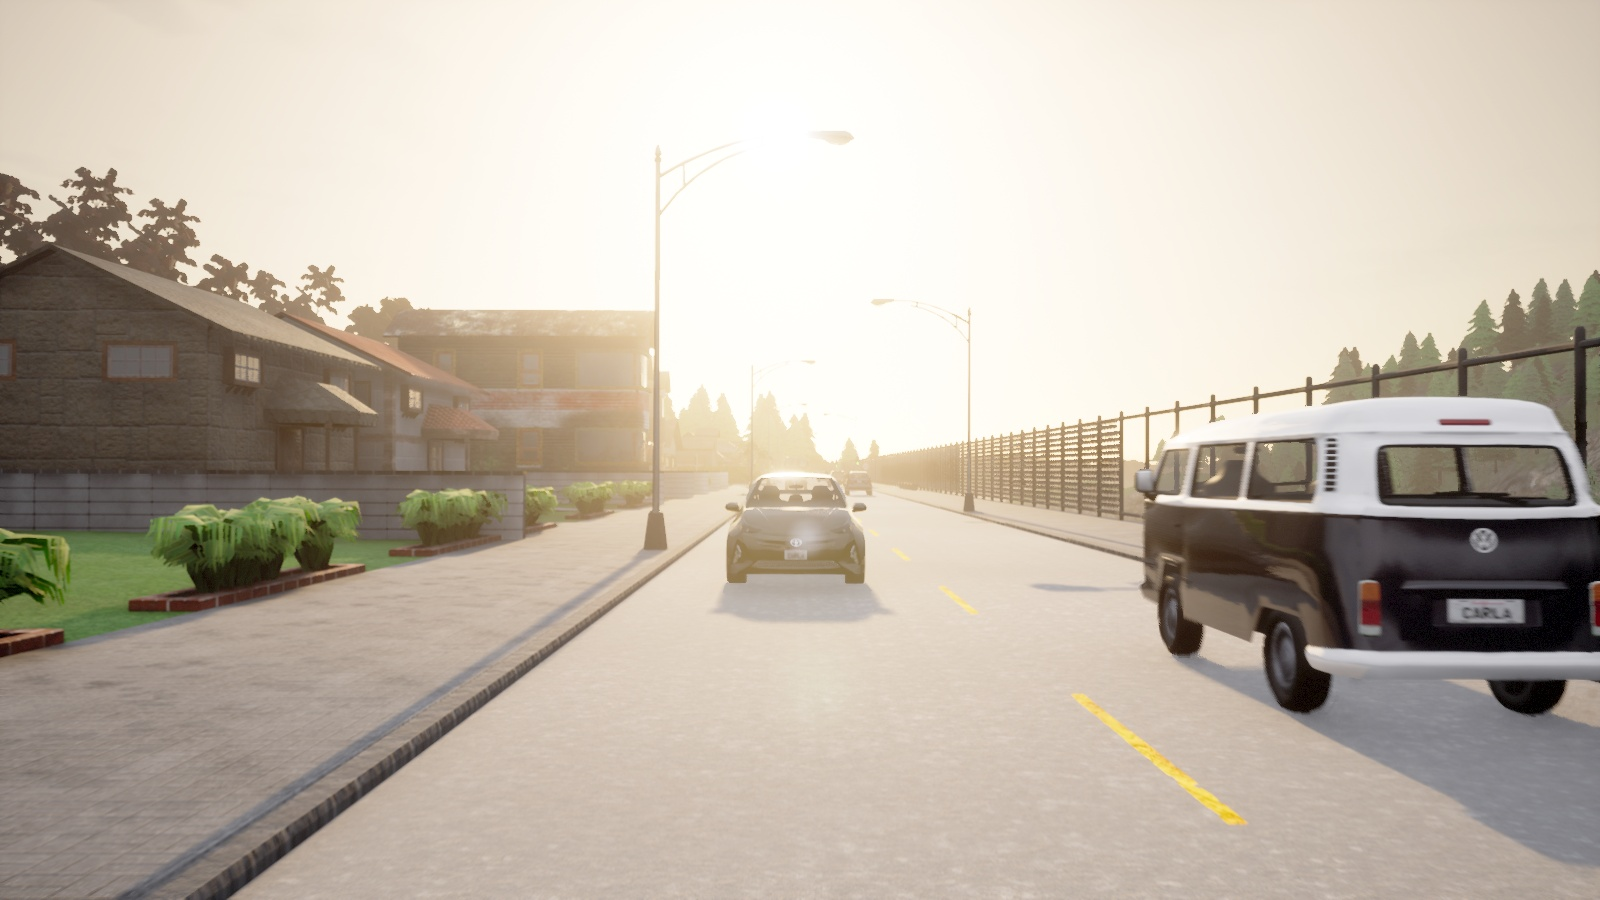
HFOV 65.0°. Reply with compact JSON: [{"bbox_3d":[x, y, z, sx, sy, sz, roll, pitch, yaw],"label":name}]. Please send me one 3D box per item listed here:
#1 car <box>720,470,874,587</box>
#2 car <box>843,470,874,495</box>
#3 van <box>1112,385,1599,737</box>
[{"bbox_3d":[-0.052,1.066,18.673,2.007,1.525,4.514,0,-1,0],"label":"car"},{"bbox_3d":[3.768,2.110,81.519,1.789,1.549,3.705,0,-1,0],"label":"car"},{"bbox_3d":[3.973,0.677,9.530,2.069,2.038,4.480,0,-1,0],"label":"van"}]
